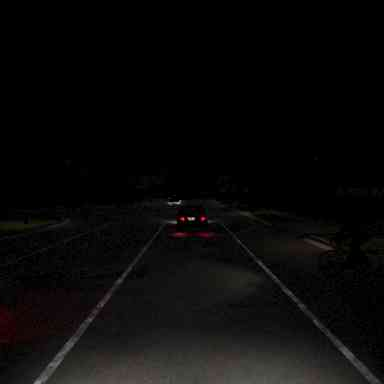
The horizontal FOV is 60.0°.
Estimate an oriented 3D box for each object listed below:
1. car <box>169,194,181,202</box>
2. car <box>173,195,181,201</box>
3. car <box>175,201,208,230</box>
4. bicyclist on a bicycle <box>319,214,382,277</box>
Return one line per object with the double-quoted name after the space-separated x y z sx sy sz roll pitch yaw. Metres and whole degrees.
-3.827 1.320 71.928 2.097 1.767 4.553 0 0 0 "car"
-3.894 1.510 86.570 1.994 1.385 4.181 0 0 0 "car"
-0.042 1.537 20.894 2.033 1.411 5.357 0 0 -2 "car"
4.123 1.400 8.655 1.656 1.620 0.582 1 0 0 "bicyclist on a bicycle"
